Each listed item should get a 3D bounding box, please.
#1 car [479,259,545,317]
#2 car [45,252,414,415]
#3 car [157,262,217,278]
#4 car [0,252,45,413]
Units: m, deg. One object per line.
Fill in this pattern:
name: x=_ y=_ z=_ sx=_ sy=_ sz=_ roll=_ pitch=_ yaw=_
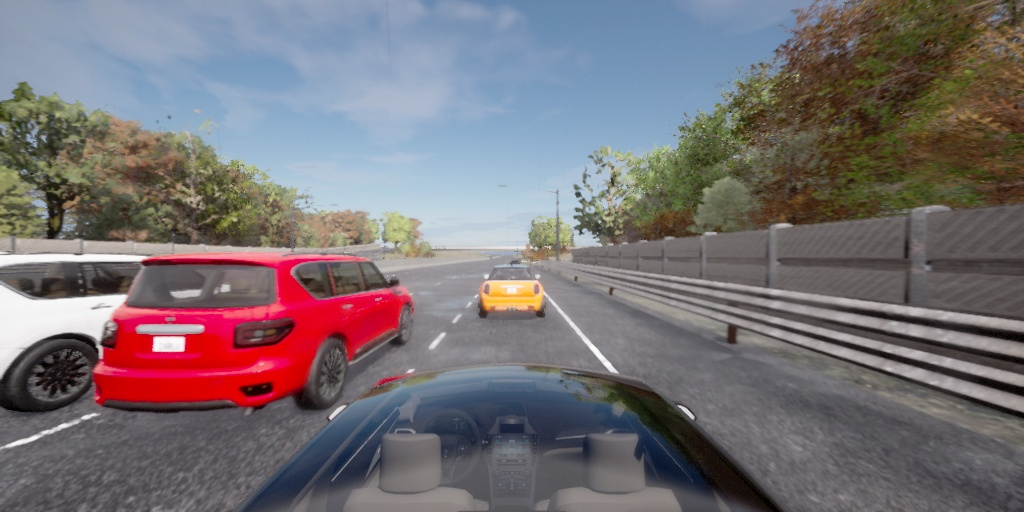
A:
car: x=0.000 y=1.090 z=13.247 sx=2.097 sy=1.767 sz=4.553 roll=0 pitch=0 yaw=0
car: x=-3.401 y=0.966 z=6.239 sx=2.150 sy=2.045 sz=5.566 roll=0 pitch=0 yaw=0
car: x=-31.548 y=1.306 z=34.967 sx=1.994 sy=1.385 sz=4.181 roll=0 pitch=0 yaw=1
car: x=-6.902 y=0.967 z=6.177 sx=2.150 sy=2.045 sz=5.566 roll=0 pitch=0 yaw=0
